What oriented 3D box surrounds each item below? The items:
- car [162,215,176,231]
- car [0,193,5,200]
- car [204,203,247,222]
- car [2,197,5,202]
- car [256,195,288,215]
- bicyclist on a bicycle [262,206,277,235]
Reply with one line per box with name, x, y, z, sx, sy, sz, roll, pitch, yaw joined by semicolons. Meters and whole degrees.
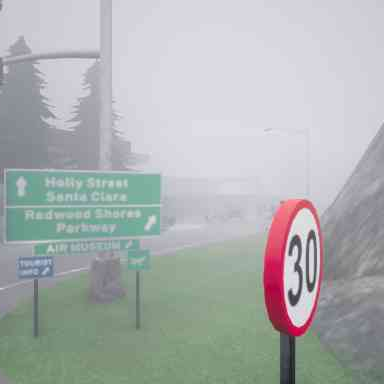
car;-3.145;1.792;20.044;1.895;1.301;4.718;0;0;36
car;-38.316;1.489;70.119;4.514;1.523;2.007;0;0;35
car;2.902;1.683;28.298;2.128;1.511;4.902;0;0;36
car;-12.266;1.505;26.086;1.905;1.878;3.866;0;0;35
car;9.026;1.413;36.639;2.150;2.045;5.566;0;0;36
bicyclist on a bicycle;4.672;1.643;18.706;1.656;1.620;0.582;0;0;36
